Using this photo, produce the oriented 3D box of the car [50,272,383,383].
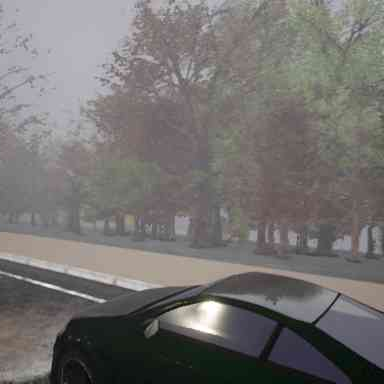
[{"bbox_3d":[0.449,1.567,3.367,4.181,1.385,1.994,0,0,36],"label":"car"}]
